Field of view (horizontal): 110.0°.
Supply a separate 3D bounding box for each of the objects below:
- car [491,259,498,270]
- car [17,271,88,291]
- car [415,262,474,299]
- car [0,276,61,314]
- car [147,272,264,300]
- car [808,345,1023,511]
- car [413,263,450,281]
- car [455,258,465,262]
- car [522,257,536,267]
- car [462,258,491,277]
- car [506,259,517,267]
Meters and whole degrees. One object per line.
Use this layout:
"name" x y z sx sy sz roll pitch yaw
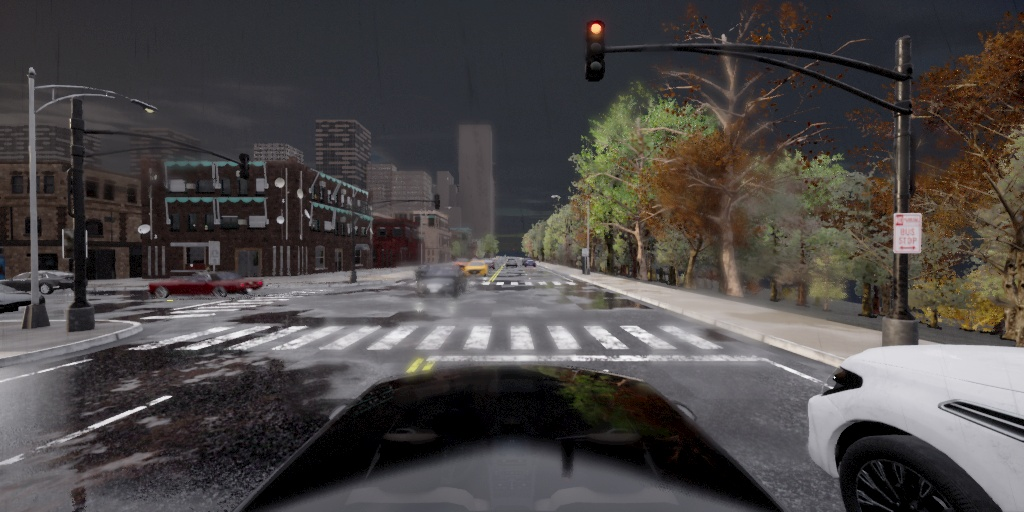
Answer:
"car" -3.448 1.258 52.063 1.812 1.442 4.674 0 0 0
"car" -28.321 1.559 21.594 4.403 1.370 2.007 0 0 0
"car" -3.385 1.237 18.049 2.128 1.511 4.902 0 0 0
"car" -19.970 1.564 13.099 4.313 1.339 1.948 0 0 0
"car" -15.799 1.499 18.587 4.718 1.301 1.895 -1 1 0
"car" 3.356 0.972 0.343 2.150 2.045 5.566 0 0 0
"car" -6.757 1.342 30.655 1.895 1.301 4.718 0 0 2
"car" -6.694 1.085 49.190 2.097 1.767 4.553 0 0 0
"car" 3.219 1.252 64.046 1.812 1.442 4.674 0 0 0
"car" -3.421 1.217 35.432 1.882 1.535 5.008 0 0 0
"car" -0.039 1.290 64.077 1.994 1.385 4.181 0 0 0
